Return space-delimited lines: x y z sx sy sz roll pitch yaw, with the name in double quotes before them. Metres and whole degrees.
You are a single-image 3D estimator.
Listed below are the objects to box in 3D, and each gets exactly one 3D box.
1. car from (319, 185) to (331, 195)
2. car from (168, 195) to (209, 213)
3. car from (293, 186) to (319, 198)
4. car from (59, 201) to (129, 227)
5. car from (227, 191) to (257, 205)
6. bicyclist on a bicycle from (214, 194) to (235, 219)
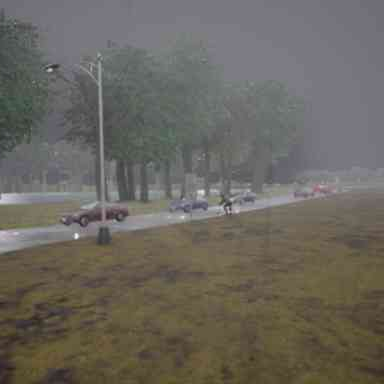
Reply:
"car" 21.884 -0.377 55.812 1.882 1.535 5.008 -1 2 35
"car" -0.207 1.022 29.405 1.812 1.442 4.674 -1 1 35
"car" 15.959 0.046 47.349 2.128 1.511 4.902 -1 1 35
"car" -6.053 1.286 21.078 1.812 1.442 4.674 -1 0 35
"car" 5.678 0.625 37.801 2.128 1.511 4.902 -1 1 35
"bicyclist on a bicycle" 2.176 0.986 22.391 1.656 1.620 0.582 -1 1 35
